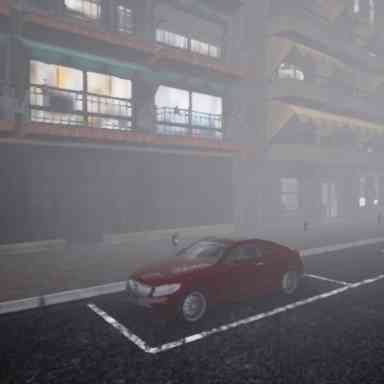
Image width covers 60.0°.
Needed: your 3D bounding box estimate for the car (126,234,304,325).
[{"bbox_3d":[0.685,1.596,7.084,4.206,1.307,1.802,0,-1,-36],"label":"car"}]
